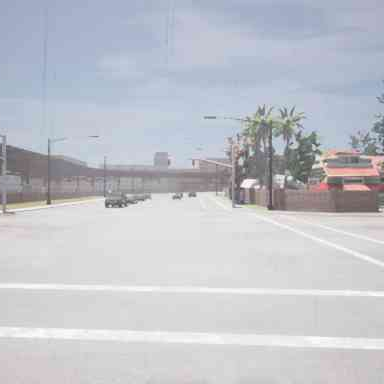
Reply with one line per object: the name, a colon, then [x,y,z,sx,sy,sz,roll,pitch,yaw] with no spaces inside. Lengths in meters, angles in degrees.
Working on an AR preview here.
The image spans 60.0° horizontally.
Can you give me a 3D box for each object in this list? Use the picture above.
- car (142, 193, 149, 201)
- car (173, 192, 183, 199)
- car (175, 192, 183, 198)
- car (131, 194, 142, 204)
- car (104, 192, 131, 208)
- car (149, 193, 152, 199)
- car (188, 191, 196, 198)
car: [-10.436,1.142,66.257,1.994,1.385,4.181,0,1,0]
car: [-3.426,0.972,76.478,1.895,1.301,4.718,0,1,0]
car: [-3.416,0.709,87.213,1.994,1.385,4.181,0,1,0]
car: [-10.446,1.286,56.539,2.033,1.411,5.357,0,1,0]
car: [-10.510,1.082,46.417,2.150,2.045,5.566,0,1,1]
car: [-10.426,0.897,76.589,1.812,1.442,4.674,0,1,0]
car: [0.083,0.519,86.851,2.097,1.767,4.553,0,1,0]
